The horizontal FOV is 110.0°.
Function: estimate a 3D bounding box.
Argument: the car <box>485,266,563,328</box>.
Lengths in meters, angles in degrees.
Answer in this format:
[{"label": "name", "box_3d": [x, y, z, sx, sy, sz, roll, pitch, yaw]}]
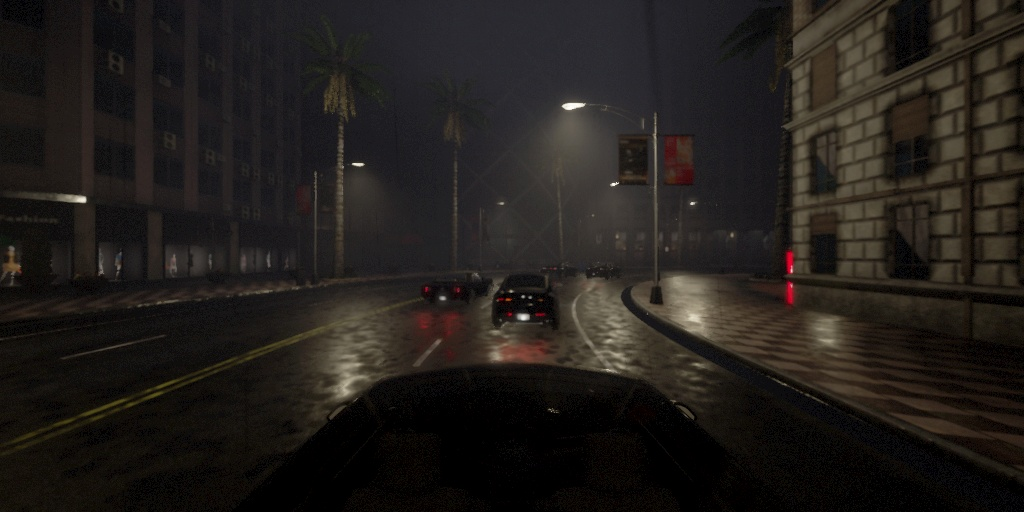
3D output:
[{"label": "car", "box_3d": [0.537, 1.257, 11.379, 1.837, 1.490, 4.892, 0, 1, 6]}]

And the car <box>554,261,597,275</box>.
[{"label": "car", "box_3d": [7.312, 1.298, 40.811, 5.357, 1.411, 2.033, 0, 0, -43]}]

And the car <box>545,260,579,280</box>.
[{"label": "car", "box_3d": [4.305, 1.242, 31.487, 2.128, 1.511, 4.902, 0, 0, 33]}]

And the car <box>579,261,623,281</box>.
[{"label": "car", "box_3d": [7.933, 1.242, 30.601, 2.128, 1.511, 4.902, 0, 0, 35]}]

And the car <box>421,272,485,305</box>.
[{"label": "car", "box_3d": [-2.254, 1.351, 16.168, 1.895, 1.301, 4.718, 0, 0, 11]}]
